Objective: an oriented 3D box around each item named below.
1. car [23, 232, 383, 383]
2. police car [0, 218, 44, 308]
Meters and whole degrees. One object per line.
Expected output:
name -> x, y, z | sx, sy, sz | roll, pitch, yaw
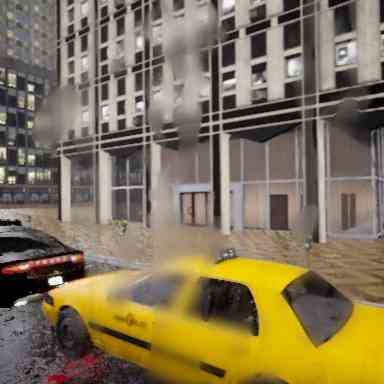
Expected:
car -> 0.137, 1.486, 4.270 | 5.366, 1.575, 1.801 | 0, 0, 36
police car -> -4.648, 1.465, 7.757 | 5.238, 1.638, 1.930 | 0, 0, 36
